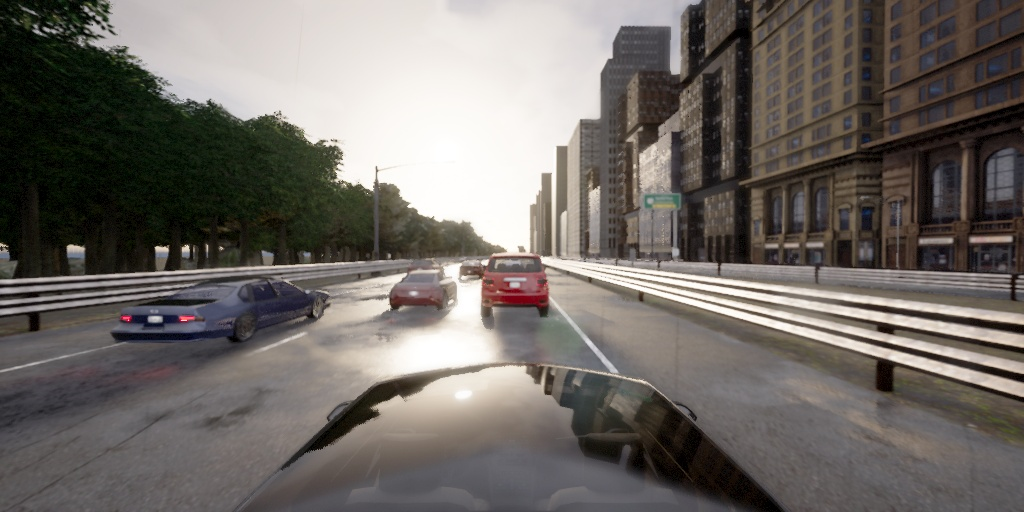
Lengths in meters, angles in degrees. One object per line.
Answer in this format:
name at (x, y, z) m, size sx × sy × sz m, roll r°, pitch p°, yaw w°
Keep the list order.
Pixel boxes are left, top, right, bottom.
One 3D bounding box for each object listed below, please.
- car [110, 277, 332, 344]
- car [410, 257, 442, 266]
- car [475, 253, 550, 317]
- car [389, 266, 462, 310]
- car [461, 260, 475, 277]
car at (-6.911, 1.261, 9.465) m, size 2.033 × 1.411 × 5.357 m, roll 0°, pitch 0°, yaw 0°
car at (-6.897, 0.982, 29.089) m, size 2.097 × 1.767 × 4.553 m, roll 0°, pitch 0°, yaw 0°
car at (0.098, 0.919, 13.065) m, size 2.150 × 2.045 × 5.566 m, roll 0°, pitch 0°, yaw 0°
car at (-3.401, 1.256, 14.440) m, size 1.994 × 1.385 × 4.181 m, roll 0°, pitch 0°, yaw 0°
car at (-3.395, 1.100, 30.900) m, size 1.882 × 1.535 × 5.008 m, roll 0°, pitch 0°, yaw 0°
